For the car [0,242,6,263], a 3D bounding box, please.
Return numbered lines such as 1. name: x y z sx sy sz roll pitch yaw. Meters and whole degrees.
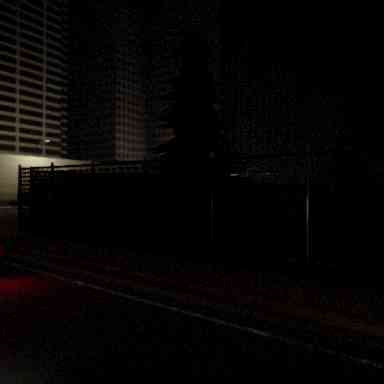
1. car: -7.077 1.473 9.049 4.718 1.301 1.895 1 0 37
